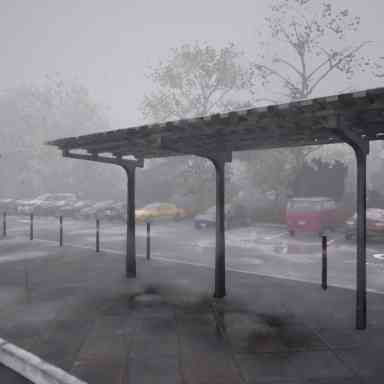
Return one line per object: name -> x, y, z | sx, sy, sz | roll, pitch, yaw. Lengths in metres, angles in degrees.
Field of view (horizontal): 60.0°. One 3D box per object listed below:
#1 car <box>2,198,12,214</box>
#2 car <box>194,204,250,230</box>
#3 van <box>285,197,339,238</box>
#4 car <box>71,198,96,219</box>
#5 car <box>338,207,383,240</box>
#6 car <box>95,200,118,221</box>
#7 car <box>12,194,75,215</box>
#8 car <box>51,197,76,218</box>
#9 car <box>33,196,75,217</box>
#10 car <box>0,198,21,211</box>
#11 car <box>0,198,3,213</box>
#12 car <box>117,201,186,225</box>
car -> -16.073, 1.441, 34.038 | 2.231, 1.521, 4.892 | 0, 0, 35
car -> 2.034, 1.509, 21.186 | 2.163, 1.488, 4.792 | 0, 0, 35
van -> 6.648, 1.264, 18.097 | 1.878, 1.987, 4.442 | 0, 0, 35
car -> -7.005, 1.461, 27.632 | 2.231, 1.521, 4.892 | 0, 0, 35
car -> 8.843, 1.535, 16.396 | 2.002, 1.452, 4.674 | 0, 0, 35
car -> -4.728, 1.494, 26.047 | 2.163, 1.488, 4.792 | 0, 0, 35
car -> -13.821, 1.193, 32.416 | 2.435, 2.045, 5.566 | 0, 0, 35
car -> -9.271, 1.454, 29.235 | 2.097, 1.535, 5.008 | 0, 0, 35
car -> -11.537, 1.449, 30.839 | 2.097, 1.535, 5.008 | 0, 0, 35
car -> -22.882, 1.441, 38.832 | 2.163, 1.488, 4.792 | 1, 0, 35
car -> -18.339, 1.432, 35.644 | 2.097, 1.535, 5.008 | 0, 0, 35
car -> -2.587, 1.467, 24.267 | 1.946, 1.575, 5.366 | 0, 0, 35
